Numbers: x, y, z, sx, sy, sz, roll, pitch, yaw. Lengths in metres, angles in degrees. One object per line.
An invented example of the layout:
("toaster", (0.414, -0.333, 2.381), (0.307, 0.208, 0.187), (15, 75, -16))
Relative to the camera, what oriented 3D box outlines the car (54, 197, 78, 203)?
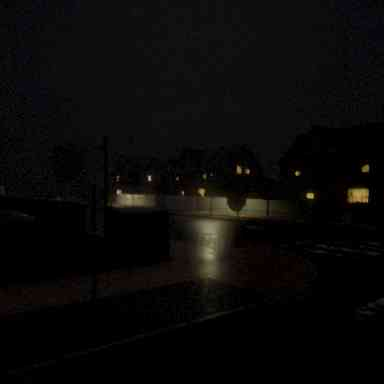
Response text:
("car", (-15.430, 1.289, 40.709), (1.895, 1.301, 4.718), (0, 0, -36))
